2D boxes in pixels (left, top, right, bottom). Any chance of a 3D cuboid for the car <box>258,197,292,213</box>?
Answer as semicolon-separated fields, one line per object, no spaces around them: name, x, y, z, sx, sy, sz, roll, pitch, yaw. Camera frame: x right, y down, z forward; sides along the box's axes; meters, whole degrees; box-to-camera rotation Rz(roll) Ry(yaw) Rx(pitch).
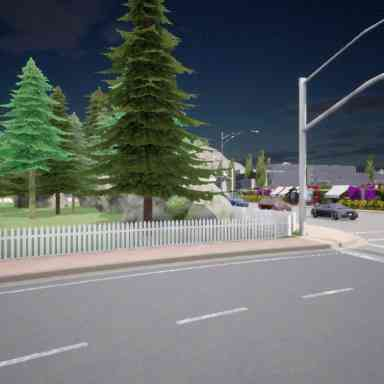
car;9.312;1.408;37.707;2.097;1.767;4.553;0;0;-16

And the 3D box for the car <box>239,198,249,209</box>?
car;6.382;1.533;47.601;1.882;1.535;5.008;0;0;-17

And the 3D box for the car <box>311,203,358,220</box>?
car;12.066;1.619;28.416;1.994;1.385;4.181;0;0;-16
